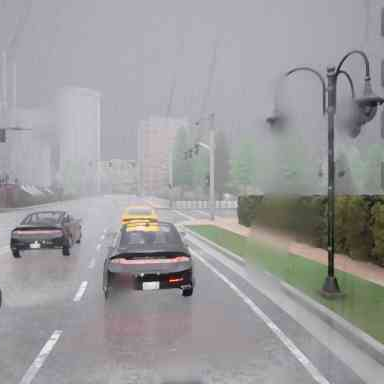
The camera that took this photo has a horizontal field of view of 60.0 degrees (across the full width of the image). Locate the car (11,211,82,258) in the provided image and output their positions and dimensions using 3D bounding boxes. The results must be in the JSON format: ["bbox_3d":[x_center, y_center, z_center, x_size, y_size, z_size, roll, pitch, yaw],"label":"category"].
[{"bbox_3d":[-5.450,1.491,12.904,2.128,1.511,4.902,0,0,-12],"label":"car"}]

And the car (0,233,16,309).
[{"bbox_3d":[-3.972,1.526,3.761,1.812,1.442,4.674,0,0,-6],"label":"car"}]

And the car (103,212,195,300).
[{"bbox_3d":[-1.125,1.492,8.451,2.128,1.511,4.902,0,0,-9],"label":"car"}]

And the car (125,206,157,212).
[{"bbox_3d":[-2.817,1.478,17.794,1.882,1.535,5.008,0,0,-10],"label":"car"}]
